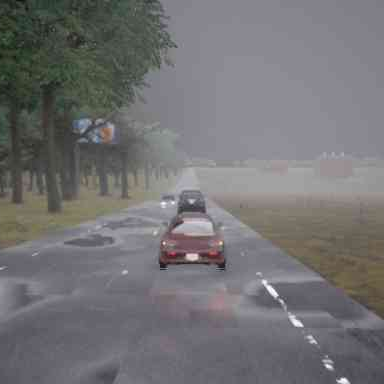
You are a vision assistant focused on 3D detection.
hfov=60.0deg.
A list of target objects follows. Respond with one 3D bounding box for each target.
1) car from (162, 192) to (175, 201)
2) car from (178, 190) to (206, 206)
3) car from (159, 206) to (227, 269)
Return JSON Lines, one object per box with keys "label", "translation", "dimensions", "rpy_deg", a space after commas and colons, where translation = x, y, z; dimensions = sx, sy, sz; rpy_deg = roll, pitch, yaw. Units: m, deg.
{"label": "car", "translation": [-3.704, 0.723, 52.579], "dimensions": [1.895, 1.301, 4.718], "rpy_deg": [0, 1, 0]}
{"label": "car", "translation": [-0.006, 0.808, 27.852], "dimensions": [2.150, 2.045, 5.566], "rpy_deg": [0, 1, 0]}
{"label": "car", "translation": [0.022, 1.377, 10.411], "dimensions": [1.812, 1.442, 4.674], "rpy_deg": [0, 1, 0]}
